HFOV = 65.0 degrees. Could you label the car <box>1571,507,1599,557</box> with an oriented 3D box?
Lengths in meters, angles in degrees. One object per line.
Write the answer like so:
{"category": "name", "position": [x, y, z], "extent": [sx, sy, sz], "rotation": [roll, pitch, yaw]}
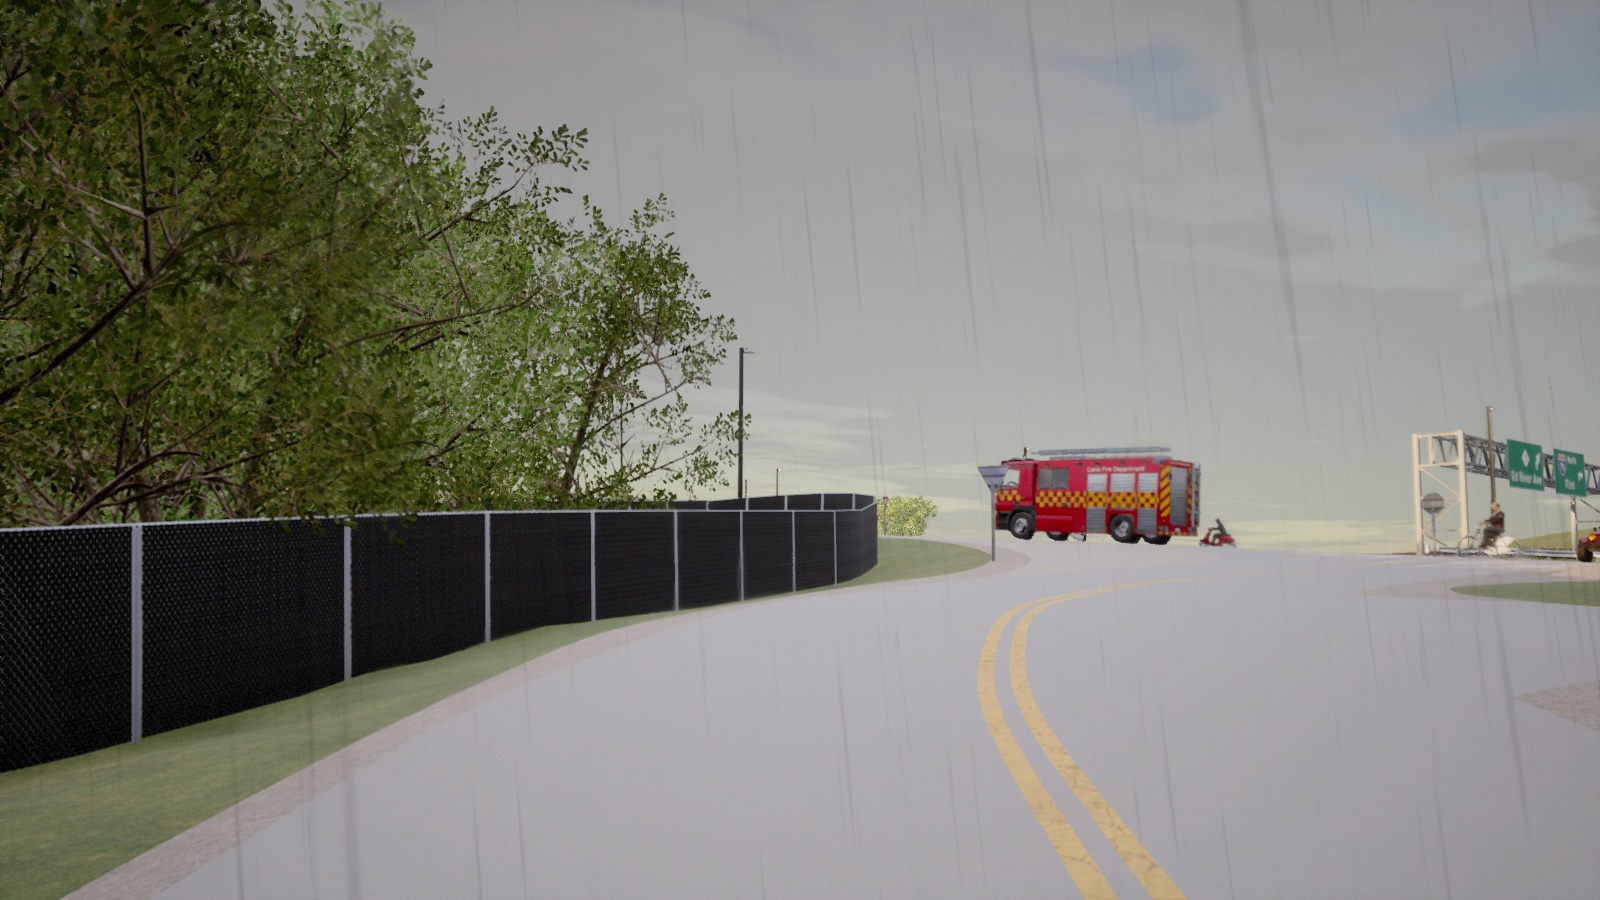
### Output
{"category": "car", "position": [31.788, 3.208, 48.762], "extent": [3.866, 1.878, 1.905], "rotation": [4, -4, -38]}

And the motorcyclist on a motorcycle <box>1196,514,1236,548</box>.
{"category": "motorcyclist on a motorcycle", "position": [20.534, 3.994, 62.000], "extent": [1.817, 1.590, 0.866], "rotation": [1, -5, 14]}

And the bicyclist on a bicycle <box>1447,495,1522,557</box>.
{"category": "bicyclist on a bicycle", "position": [20.699, 2.288, 38.005], "extent": [1.843, 1.776, 0.659], "rotation": [2, -2, 4]}

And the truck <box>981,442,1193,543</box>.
{"category": "truck", "position": [11.780, 1.825, 52.245], "extent": [2.891, 3.827, 8.468], "rotation": [5, -5, -41]}
